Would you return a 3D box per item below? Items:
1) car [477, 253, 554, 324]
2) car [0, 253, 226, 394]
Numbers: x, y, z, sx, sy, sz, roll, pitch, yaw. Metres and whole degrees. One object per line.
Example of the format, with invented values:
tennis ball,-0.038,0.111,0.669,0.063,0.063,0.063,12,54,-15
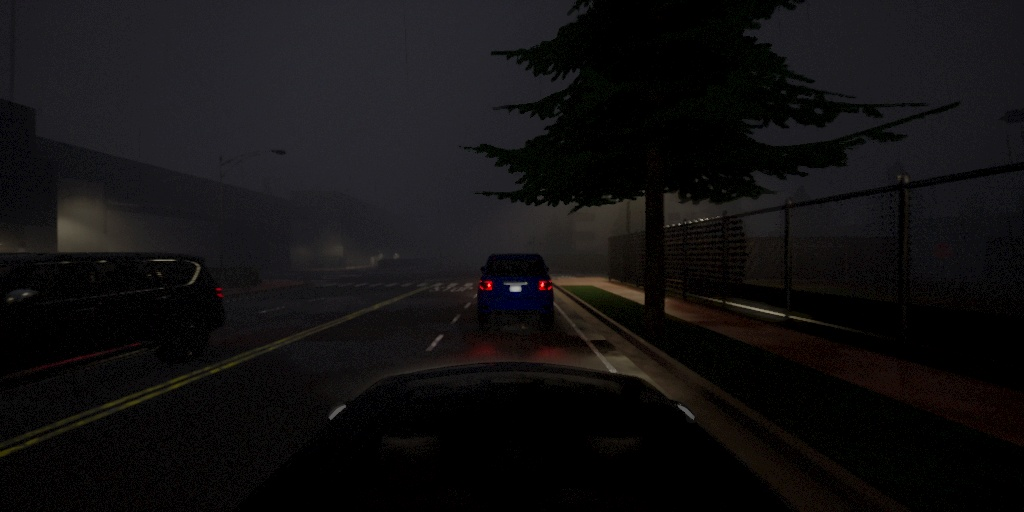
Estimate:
car,0.096,0.939,11.959,2.150,2.045,5.566,0,0,0
car,-7.095,0.961,5.202,2.150,2.045,5.566,0,0,0
